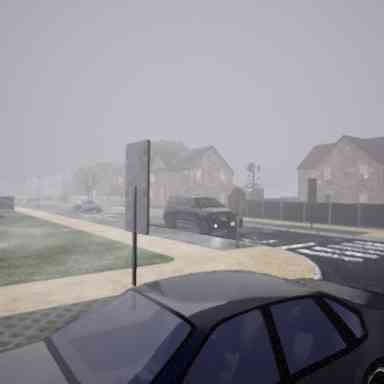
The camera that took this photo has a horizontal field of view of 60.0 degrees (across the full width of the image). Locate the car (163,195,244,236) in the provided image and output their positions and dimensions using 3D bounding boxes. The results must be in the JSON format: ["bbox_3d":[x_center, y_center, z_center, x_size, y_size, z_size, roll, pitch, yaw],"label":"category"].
[{"bbox_3d":[0.446,1.220,19.004,2.150,2.045,5.566,1,0,-36],"label":"car"}]

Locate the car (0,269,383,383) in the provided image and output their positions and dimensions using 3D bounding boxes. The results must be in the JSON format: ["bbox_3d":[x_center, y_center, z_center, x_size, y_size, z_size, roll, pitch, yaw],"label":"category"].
[{"bbox_3d":[0.117,1.551,3.029,5.357,1.411,2.033,0,0,-35],"label":"car"}]

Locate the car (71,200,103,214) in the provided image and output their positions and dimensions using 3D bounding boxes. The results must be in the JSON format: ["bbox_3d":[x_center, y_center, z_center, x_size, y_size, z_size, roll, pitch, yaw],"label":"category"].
[{"bbox_3d":[-11.169,1.549,35.064,2.033,1.411,5.357,1,-1,-36],"label":"car"}]

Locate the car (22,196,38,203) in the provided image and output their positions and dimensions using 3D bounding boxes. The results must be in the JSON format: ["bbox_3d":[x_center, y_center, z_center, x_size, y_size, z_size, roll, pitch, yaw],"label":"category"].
[{"bbox_3d":[-34.991,1.588,72.849,2.128,1.511,4.902,1,-1,-36],"label":"car"}]

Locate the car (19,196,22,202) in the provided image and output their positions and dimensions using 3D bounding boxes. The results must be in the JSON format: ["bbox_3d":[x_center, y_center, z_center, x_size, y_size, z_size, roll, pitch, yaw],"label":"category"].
[{"bbox_3d":[-41.001,1.733,81.152,2.128,1.511,4.902,1,-1,-36],"label":"car"}]
